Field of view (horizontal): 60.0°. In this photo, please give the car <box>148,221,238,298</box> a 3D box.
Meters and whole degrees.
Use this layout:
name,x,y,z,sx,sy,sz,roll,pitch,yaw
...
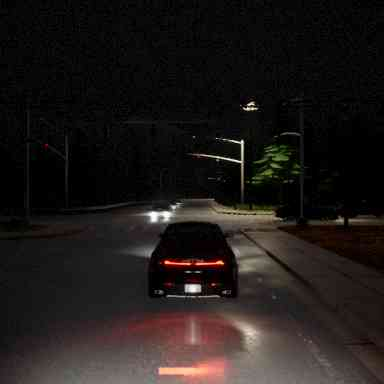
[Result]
name,x,y,z,sx,sy,sz,roll,pitch,yaw
car,0.036,1.501,8.481,1.837,1.490,4.892,0,0,0

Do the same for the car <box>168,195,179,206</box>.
name,x,y,z,sx,sy,sz,roll,pitch,yaw
car,-3.646,1.505,54.709,1.837,1.490,4.892,0,0,0

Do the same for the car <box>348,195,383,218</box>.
name,x,y,z,sx,sy,sz,roll,pitch,yaw
car,15.558,1.248,29.621,5.566,2.045,2.150,0,0,1

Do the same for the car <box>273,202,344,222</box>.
name,x,y,z,sx,sy,sz,roll,pitch,yaw
car,8.854,1.532,25.949,4.892,1.490,1.837,0,1,1

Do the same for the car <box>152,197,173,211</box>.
name,x,y,z,sx,sy,sz,roll,pitch,yaw
car,-3.656,1.601,39.827,1.895,1.301,4.718,0,0,0
